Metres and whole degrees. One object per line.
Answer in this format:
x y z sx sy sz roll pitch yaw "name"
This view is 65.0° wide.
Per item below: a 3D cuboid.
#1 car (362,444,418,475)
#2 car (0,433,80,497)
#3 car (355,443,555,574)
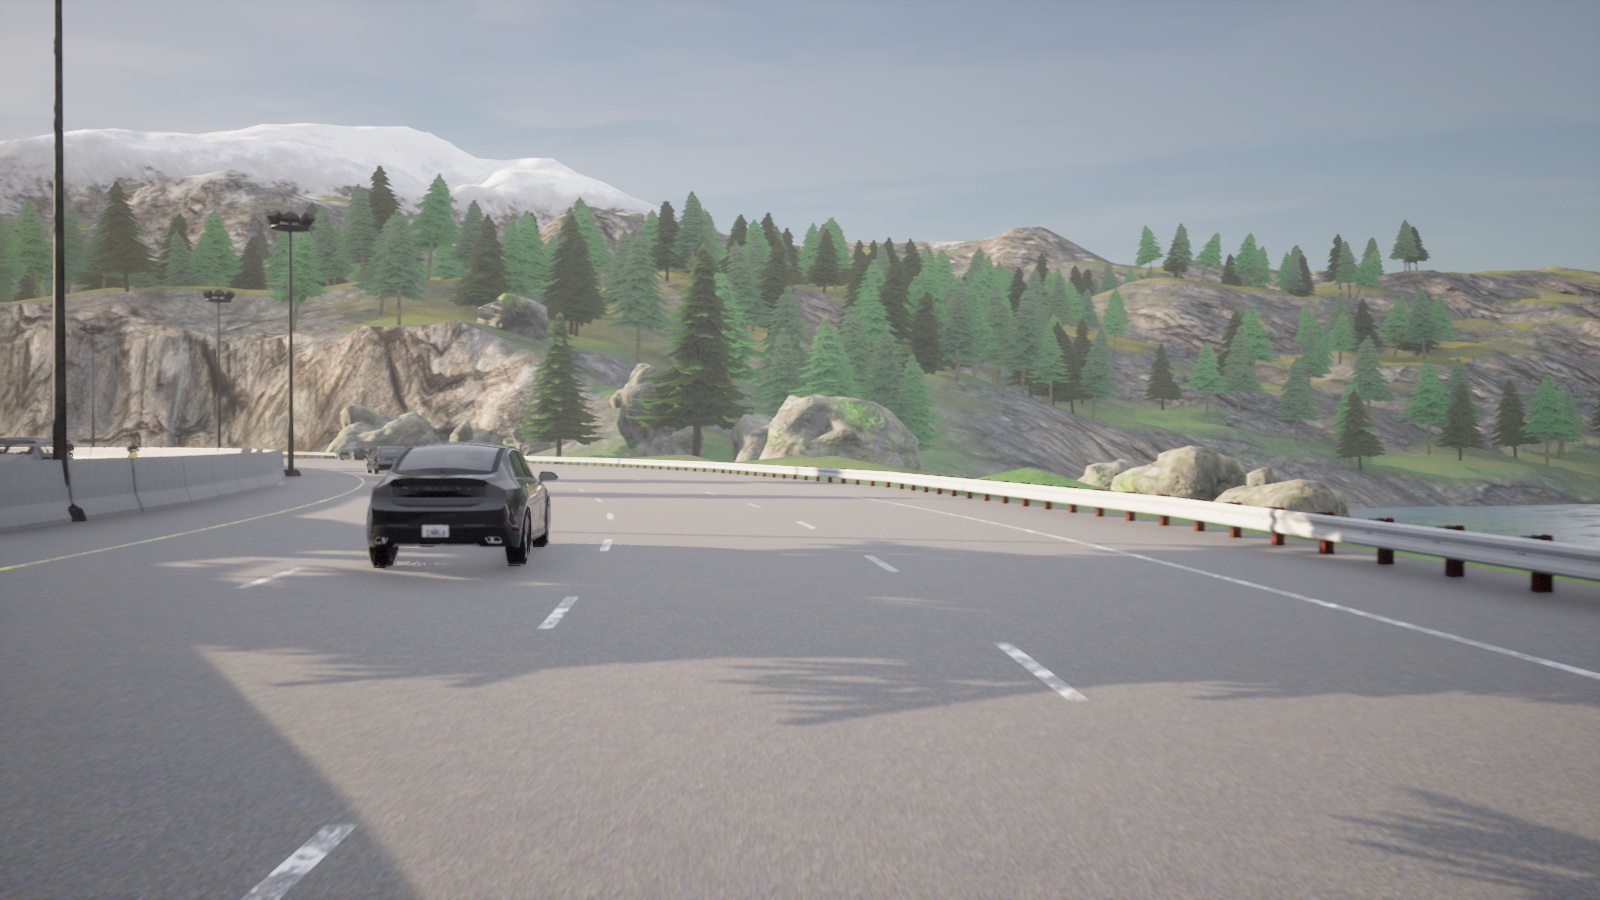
-20.289 0.434 61.995 2.033 1.411 5.357 0 0 -25 "car"
-21.856 0.384 34.700 2.242 1.667 4.611 0 0 -14 "car"
-4.425 0.654 16.842 1.837 1.490 4.892 0 0 -6 "car"
